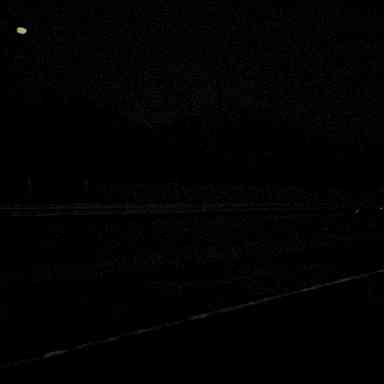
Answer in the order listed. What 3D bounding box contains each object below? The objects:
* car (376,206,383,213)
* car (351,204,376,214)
[{"bbox_3d":[22.566,2.078,36.402,4.181,1.385,1.994,1,0,-33],"label":"car"},{"bbox_3d":[20.679,2.077,39.350,4.181,1.385,1.994,1,0,-33],"label":"car"}]
